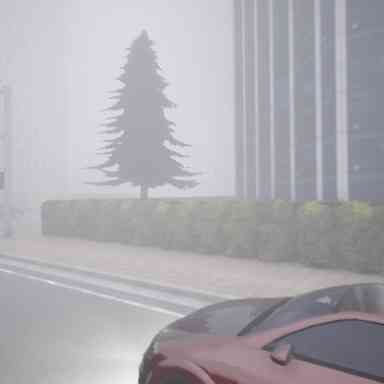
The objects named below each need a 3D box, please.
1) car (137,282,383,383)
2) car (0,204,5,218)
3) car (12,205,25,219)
[{"bbox_3d":[1.496,1.568,2.923,4.181,1.385,1.994,-1,0,35],"label":"car"},{"bbox_3d":[-7.664,1.364,9.432,5.566,2.045,2.150,-1,0,36],"label":"car"},{"bbox_3d":[-18.843,1.971,32.144,1.837,1.490,4.892,-1,0,35],"label":"car"}]
